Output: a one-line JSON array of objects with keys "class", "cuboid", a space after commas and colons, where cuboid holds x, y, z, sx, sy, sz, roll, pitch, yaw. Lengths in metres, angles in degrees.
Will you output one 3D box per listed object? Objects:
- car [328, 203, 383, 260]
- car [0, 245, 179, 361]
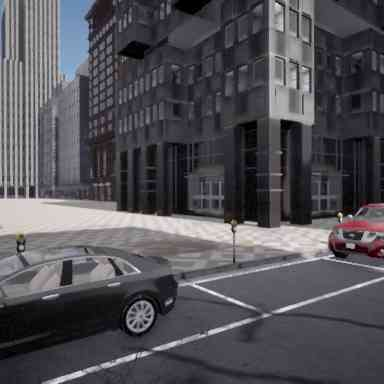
[{"class": "car", "cuboid": [6.845, 1.313, 11.536, 5.009, 1.841, 2.192, 0, 0, -35]}, {"class": "car", "cuboid": [-2.276, 1.550, 5.029, 4.403, 1.369, 2.008, 0, 0, -35]}]
